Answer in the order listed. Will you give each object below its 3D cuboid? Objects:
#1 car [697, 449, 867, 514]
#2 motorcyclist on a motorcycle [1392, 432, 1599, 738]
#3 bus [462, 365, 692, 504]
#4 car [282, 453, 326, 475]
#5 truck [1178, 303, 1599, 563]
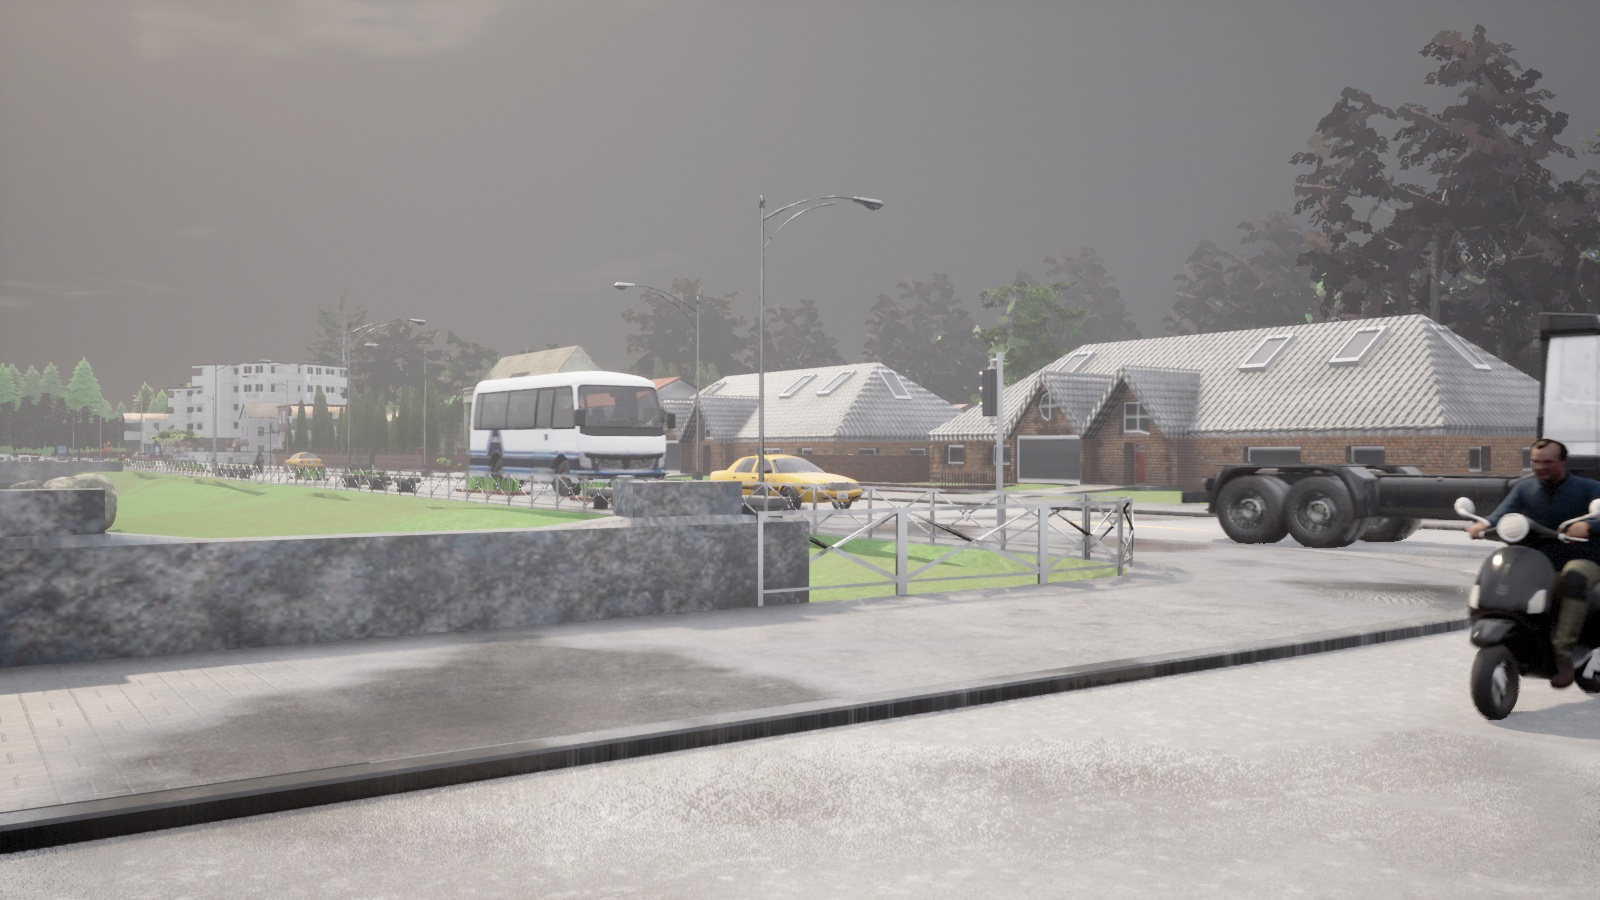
[{"bbox_3d":[-0.583,0.766,33.087,1.801,1.575,5.366,0,0,-35],"label":"car"},{"bbox_3d":[4.404,0.707,7.435,1.817,1.590,0.866,0,-1,-37],"label":"motorcyclist on a motorcycle"},{"bbox_3d":[-8.071,-0.508,43.837,3.944,4.253,10.273,0,0,-35],"label":"bus"},{"bbox_3d":[-35.889,0.982,90.786,1.801,1.575,5.366,0,0,-35],"label":"car"},{"bbox_3d":[10.178,-0.211,19.507,2.891,3.462,7.936,0,0,-41],"label":"truck"}]
